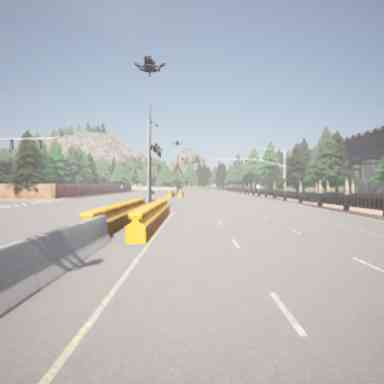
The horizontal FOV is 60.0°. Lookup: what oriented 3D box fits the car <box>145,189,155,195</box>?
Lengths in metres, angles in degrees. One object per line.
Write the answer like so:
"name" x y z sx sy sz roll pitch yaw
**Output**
"car" -10.106 0.018 79.857 1.895 1.301 4.718 0 1 0
